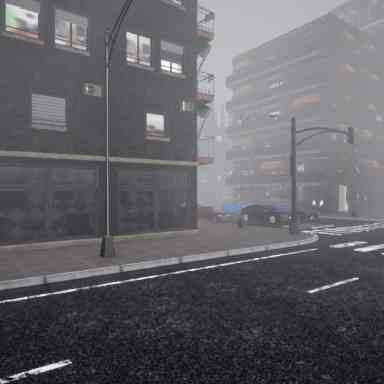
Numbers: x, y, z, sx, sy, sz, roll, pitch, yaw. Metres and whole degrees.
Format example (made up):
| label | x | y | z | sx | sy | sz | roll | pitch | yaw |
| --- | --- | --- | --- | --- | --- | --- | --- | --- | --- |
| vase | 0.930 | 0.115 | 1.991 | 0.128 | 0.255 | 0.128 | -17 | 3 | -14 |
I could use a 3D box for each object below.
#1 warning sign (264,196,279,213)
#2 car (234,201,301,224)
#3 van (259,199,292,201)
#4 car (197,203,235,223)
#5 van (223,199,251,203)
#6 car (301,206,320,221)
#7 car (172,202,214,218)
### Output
| label | x | y | z | sx | sy | sz | roll | pitch | yaw |
| --- | --- | --- | --- | --- | --- | --- | --- | --- | --- |
| warning sign | 8.849 | 1.400 | 36.979 | 1.300 | 1.860 | 1.060 | 1 | 0 | -37 |
| car | 6.015 | 1.737 | 27.078 | 1.837 | 1.490 | 4.892 | 0 | -1 | -35 |
| van | 8.372 | 1.603 | 33.588 | 1.690 | 1.788 | 3.998 | -1 | 0 | -37 |
| car | 1.653 | 1.874 | 28.643 | 1.802 | 1.307 | 4.206 | -1 | 0 | -37 |
| van | 5.038 | 1.676 | 38.090 | 1.690 | 1.788 | 3.998 | -1 | 0 | -37 |
| car | 8.457 | 1.820 | 28.621 | 1.895 | 1.301 | 4.718 | 0 | -1 | -33 |
| car | 0.058 | 1.869 | 35.110 | 1.837 | 1.490 | 4.892 | 0 | -1 | -36 |
